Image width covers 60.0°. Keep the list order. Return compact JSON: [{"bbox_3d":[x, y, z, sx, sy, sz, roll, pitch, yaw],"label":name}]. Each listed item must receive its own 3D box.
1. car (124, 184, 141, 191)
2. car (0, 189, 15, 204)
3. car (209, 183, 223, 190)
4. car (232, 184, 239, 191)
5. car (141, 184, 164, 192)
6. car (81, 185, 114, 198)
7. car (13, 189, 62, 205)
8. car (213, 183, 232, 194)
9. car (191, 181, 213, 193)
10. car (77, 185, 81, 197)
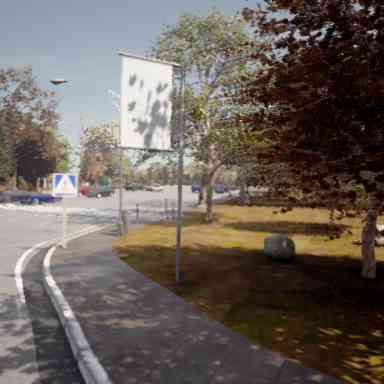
[{"bbox_3d":[-10.629,-0.848,61.611,1.895,1.301,4.718,2,4,20],"label":"car"},{"bbox_3d":[-19.489,0.434,36.592,2.033,1.411,5.357,2,3,19],"label":"car"},{"bbox_3d":[5.043,-1.168,69.929,1.994,1.385,4.181,2,4,19],"label":"car"},{"bbox_3d":[8.343,-1.032,68.773,1.994,1.385,4.181,2,4,19],"label":"car"},{"bbox_3d":[-6.969,-0.775,61.494,1.895,1.301,4.718,2,4,20],"label":"car"},{"bbox_3d":[-12.597,-0.010,45.640,1.837,1.490,4.892,2,5,19],"label":"car"},{"bbox_3d":[-16.172,0.615,35.488,1.895,1.301,4.718,2,3,19],"label":"car"},{"bbox_3d":[5.261,-0.491,59.857,1.994,1.385,4.181,2,4,20],"label":"car"},{"bbox_3d":[1.558,-0.902,59.872,2.150,2.045,5.566,2,4,20],"label":"car"},{"bbox_3d":[-15.660,-0.198,47.457,1.882,1.535,5.008,2,4,19],"label":"car"}]
